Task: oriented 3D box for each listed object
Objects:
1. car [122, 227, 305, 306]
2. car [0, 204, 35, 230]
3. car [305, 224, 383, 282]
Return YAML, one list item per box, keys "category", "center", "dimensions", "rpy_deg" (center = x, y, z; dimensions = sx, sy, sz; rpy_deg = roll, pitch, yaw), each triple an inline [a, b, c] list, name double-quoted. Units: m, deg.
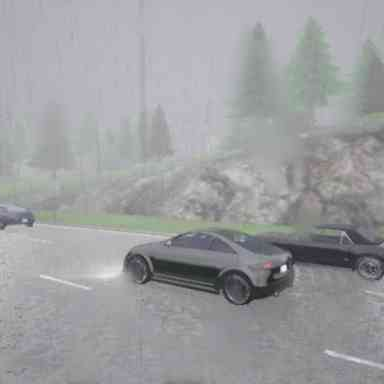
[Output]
- category: "car"
  center: [0.275, 1.561, 8.094]
  dimensions: [4.181, 1.385, 1.994]
  rpy_deg: [0, 0, 35]
- category: "car"
  center: [-11.723, 1.510, 20.952]
  dimensions: [4.674, 1.442, 1.812]
  rpy_deg: [0, 0, 36]
- category: "car"
  center: [3.868, 1.599, 9.829]
  dimensions: [4.718, 1.301, 1.895]
  rpy_deg: [0, 0, 35]
